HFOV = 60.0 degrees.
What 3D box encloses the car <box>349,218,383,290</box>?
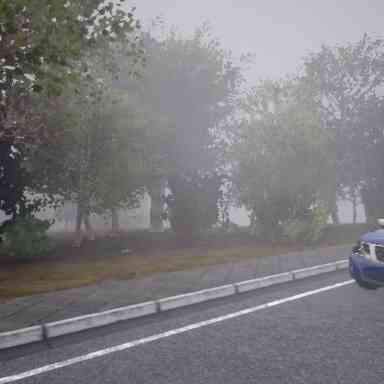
[{"bbox_3d":[6.108,1.236,8.014,5.566,2.045,2.150,0,0,-35],"label":"car"}]
